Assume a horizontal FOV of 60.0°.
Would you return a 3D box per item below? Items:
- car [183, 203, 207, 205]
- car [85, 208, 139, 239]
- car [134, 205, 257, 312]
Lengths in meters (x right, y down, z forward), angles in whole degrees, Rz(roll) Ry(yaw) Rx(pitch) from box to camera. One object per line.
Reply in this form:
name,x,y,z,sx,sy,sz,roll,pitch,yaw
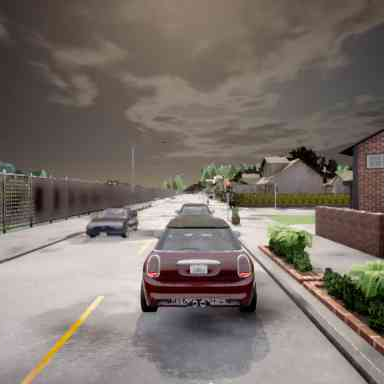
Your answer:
car,0.149,1.352,17.550,2.097,1.767,4.553,0,0,0
car,-4.009,1.547,17.775,2.033,1.411,5.357,0,0,1
car,0.119,1.352,7.853,2.097,1.767,4.553,0,0,0
